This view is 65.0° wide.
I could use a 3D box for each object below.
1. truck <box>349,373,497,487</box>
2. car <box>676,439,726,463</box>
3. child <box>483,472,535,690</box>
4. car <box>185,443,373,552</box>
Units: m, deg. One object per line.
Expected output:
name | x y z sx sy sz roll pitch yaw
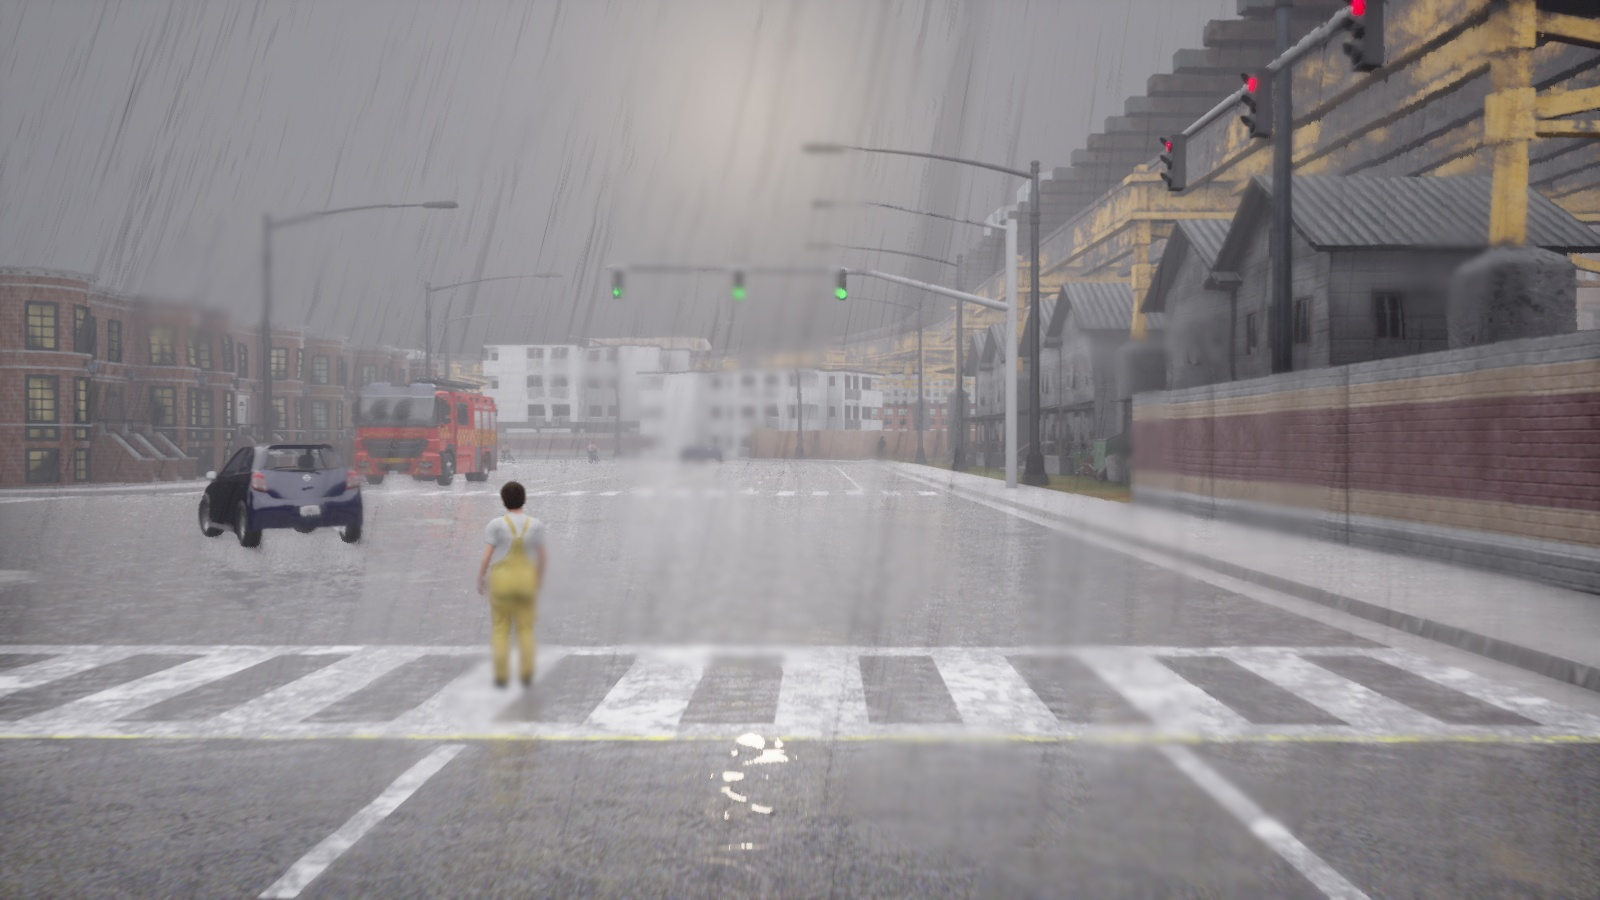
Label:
truck | -13.711 -0.691 46.534 2.891 3.827 8.468 0 0 0
car | -7.433 0.069 93.973 2.097 1.767 4.553 0 0 -27
child | -1.755 0.767 7.570 0.270 1.263 0.437 0 0 -18
car | -8.051 0.645 19.230 1.845 1.501 3.633 0 0 -36
